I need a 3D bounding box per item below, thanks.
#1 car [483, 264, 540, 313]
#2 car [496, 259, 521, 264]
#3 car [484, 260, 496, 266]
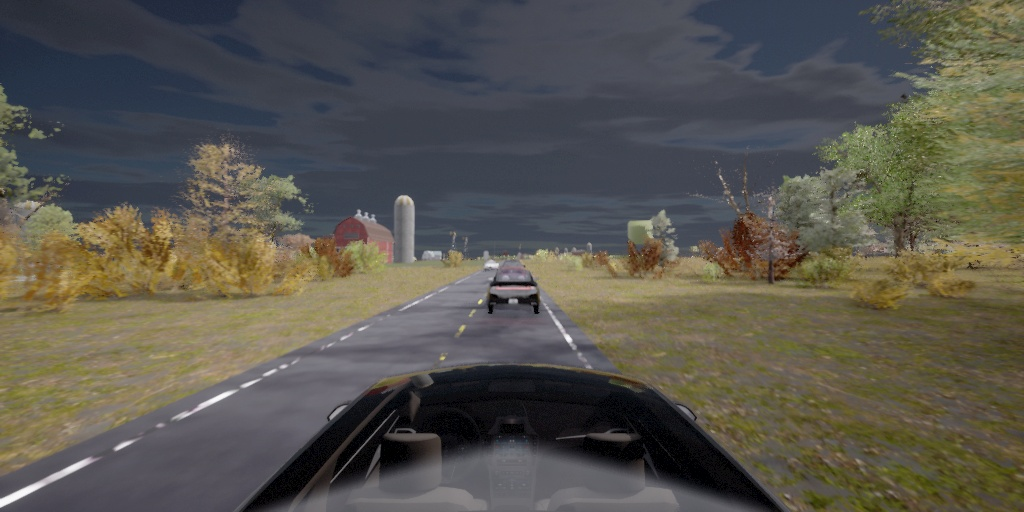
[{"bbox_3d":[0.057,1.255,14.013,2.128,1.511,4.902,0,0,0],"label":"car"},{"bbox_3d":[0.047,1.134,28.926,2.097,1.767,4.553,0,0,0],"label":"car"},{"bbox_3d":[-2.871,1.341,49.643,1.812,1.442,4.674,0,0,0],"label":"car"}]
